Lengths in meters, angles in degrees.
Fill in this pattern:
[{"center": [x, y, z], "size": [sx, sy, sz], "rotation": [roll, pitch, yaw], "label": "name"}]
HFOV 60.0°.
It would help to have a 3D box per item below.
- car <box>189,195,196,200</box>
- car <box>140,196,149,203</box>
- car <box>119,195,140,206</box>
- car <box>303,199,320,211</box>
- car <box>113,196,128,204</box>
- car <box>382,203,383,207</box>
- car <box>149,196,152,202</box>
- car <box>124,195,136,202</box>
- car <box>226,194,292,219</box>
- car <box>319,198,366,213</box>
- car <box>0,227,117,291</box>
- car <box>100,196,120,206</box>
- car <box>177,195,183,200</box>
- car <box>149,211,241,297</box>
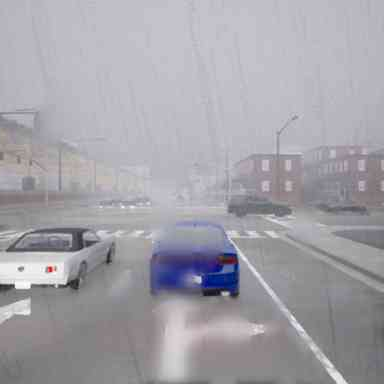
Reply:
[{"center": [0.104, 1.540, 94.391], "size": [2.033, 1.411, 5.357], "rotation": [0, 0, 0], "label": "car"}, {"center": [-10.447, 1.563, 65.958], "size": [1.994, 1.385, 4.181], "rotation": [0, 0, 1], "label": "car"}, {"center": [-10.523, 1.526, 56.259], "size": [1.812, 1.442, 4.674], "rotation": [0, 0, -1], "label": "car"}, {"center": [15.755, 1.491, 39.486], "size": [4.902, 1.511, 2.128], "rotation": [0, 0, 0], "label": "car"}, {"center": [-13.958, 1.505, 65.256], "size": [1.837, 1.490, 4.892], "rotation": [0, 0, 1], "label": "car"}, {"center": [25.746, 1.221, 39.474], "size": [5.566, 2.045, 2.150], "rotation": [0, 0, 0], "label": "car"}, {"center": [-10.416, 1.595, 76.142], "size": [1.895, 1.301, 4.718], "rotation": [0, 0, 0], "label": "car"}, {"center": [-13.917, 1.500, 75.327], "size": [1.837, 1.490, 4.892], "rotation": [0, 0, 0], "label": "car"}, {"center": [5.797, 1.221, 29.140], "size": [5.566, 2.045, 2.150], "rotation": [0, 0, 9], "label": "car"}, {"center": [16.500, 1.564, 35.983], "size": [4.181, 1.385, 1.994], "rotation": [0, 0, 0], "label": "car"}, {"center": [-3.418, 1.601, 8.980], "size": [1.895, 1.301, 4.718], "rotation": [0, 0, 0], "label": "car"}, {"center": [-14.023, 1.526, 56.060], "size": [1.812, 1.442, 4.674], "rotation": [0, 0, 0], "label": "car"}, {"center": [-3.396, 1.500, 94.345], "size": [1.837, 1.490, 4.892], "rotation": [0, 0, 0], "label": "car"}, {"center": [0.076, 1.478, 8.673], "size": [1.882, 1.535, 5.008], "rotation": [0, 0, 1], "label": "car"}]
